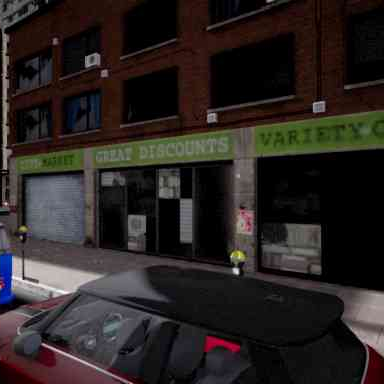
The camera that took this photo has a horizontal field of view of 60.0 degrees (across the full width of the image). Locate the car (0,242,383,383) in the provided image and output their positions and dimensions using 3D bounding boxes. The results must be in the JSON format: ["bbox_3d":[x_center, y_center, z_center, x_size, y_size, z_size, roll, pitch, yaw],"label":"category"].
[{"bbox_3d":[-0.457,1.440,3.053,4.097,1.590,1.967,0,0,36],"label":"car"}]

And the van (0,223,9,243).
[{"bbox_3d":[-5.087,1.343,6.361,3.998,1.788,1.690,0,0,36],"label":"van"}]
